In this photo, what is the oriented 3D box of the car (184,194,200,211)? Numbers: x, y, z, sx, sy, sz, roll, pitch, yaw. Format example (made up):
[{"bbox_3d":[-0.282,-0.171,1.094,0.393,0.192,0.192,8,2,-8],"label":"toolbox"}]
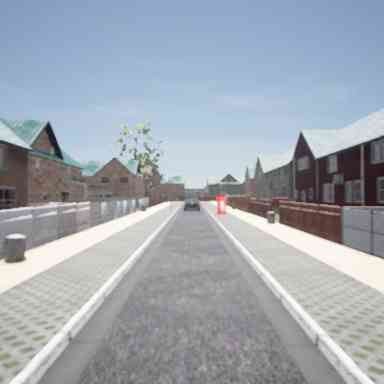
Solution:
[{"bbox_3d":[0.012,1.499,44.221,2.097,1.767,4.553,0,0,0],"label":"car"}]

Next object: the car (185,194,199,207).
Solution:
[{"bbox_3d":[-0.011,1.402,55.797,2.150,2.045,5.566,0,0,0],"label":"car"}]

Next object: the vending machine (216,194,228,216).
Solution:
[{"bbox_3d":[2.976,1.309,33.309,1.100,2.100,0.880,-1,-2,0],"label":"vending machine"}]
